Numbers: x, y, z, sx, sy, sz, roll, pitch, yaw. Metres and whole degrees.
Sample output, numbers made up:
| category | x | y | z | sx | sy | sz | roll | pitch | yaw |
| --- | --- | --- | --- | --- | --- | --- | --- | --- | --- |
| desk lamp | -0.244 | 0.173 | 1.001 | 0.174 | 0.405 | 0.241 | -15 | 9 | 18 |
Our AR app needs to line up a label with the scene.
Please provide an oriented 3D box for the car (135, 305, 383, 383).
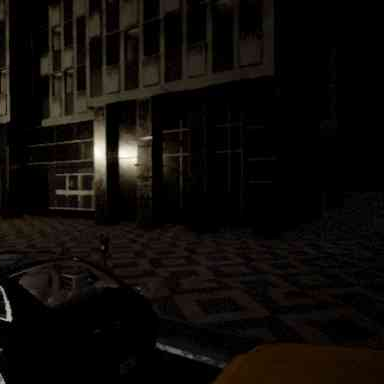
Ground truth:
| category | x | y | z | sx | sy | sz | roll | pitch | yaw |
| --- | --- | --- | --- | --- | --- | --- | --- | --- | --- |
| car | 2.182 | 1.478 | 1.644 | 4.829 | 1.417 | 1.752 | 0 | 1 | 31 |

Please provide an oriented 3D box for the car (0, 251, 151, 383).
| category | x | y | z | sx | sy | sz | roll | pitch | yaw |
| --- | --- | --- | --- | --- | --- | --- | --- | --- | --- |
| car | -2.509 | 1.496 | 4.450 | 4.403 | 1.369 | 2.008 | 0 | 1 | 31 |
